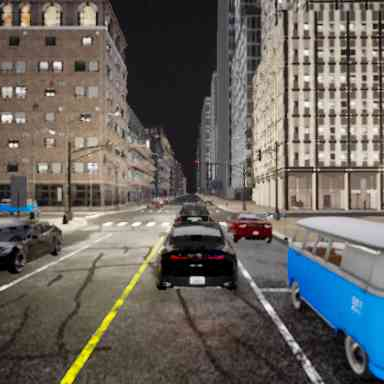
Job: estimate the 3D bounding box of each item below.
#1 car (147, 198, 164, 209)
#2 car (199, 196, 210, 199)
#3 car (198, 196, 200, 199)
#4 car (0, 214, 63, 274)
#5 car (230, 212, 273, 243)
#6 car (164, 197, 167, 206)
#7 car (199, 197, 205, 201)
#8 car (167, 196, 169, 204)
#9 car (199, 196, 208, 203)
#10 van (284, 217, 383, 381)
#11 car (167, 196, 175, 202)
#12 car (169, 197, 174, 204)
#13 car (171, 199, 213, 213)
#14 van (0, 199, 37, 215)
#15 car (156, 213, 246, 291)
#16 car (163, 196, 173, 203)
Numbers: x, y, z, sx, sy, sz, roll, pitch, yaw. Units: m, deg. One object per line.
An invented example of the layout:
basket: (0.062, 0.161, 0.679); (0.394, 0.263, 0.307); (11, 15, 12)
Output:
car: (-5.617, 1.802, 48.825); (1.802, 1.307, 4.206); (1, 0, 0)
car: (2.778, 1.812, 60.116); (2.008, 1.369, 4.403); (1, 0, 0)
car: (2.786, 1.827, 65.768); (1.887, 1.381, 4.507); (1, 0, 0)
car: (-5.667, 1.618, 10.810); (1.947, 1.339, 4.313); (1, 0, 0)
car: (2.721, 1.623, 16.370); (1.887, 1.381, 4.507); (1, 0, 0)
car: (-5.607, 1.681, 54.478); (1.967, 1.590, 4.097); (1, 0, 0)
car: (2.822, 1.964, 94.025); (1.802, 1.307, 4.206); (1, 0, 0)
car: (-5.602, 1.843, 60.128); (1.802, 1.307, 4.206); (1, 0, 0)
car: (2.809, 1.783, 82.723); (1.967, 1.590, 4.097); (1, 0, 0)
van: (2.709, 1.367, 5.218); (1.690, 1.788, 3.998); (1, 0, 0)
car: (-5.565, 1.888, 88.216); (1.752, 1.417, 4.829); (1, 0, 0)
car: (-5.587, 1.853, 71.431); (2.008, 1.369, 4.403); (1, 0, 0)
car: (0.095, 1.438, 18.195); (2.097, 1.767, 4.553); (0, 0, -1)
van: (-19.687, 1.702, 37.714); (3.998, 1.788, 1.690); (0, -1, 1)
car: (0.114, 1.548, 9.101); (1.837, 1.490, 4.892); (0, 0, 0)
car: (-5.578, 1.763, 77.083); (1.967, 1.590, 4.097); (1, 0, 0)
